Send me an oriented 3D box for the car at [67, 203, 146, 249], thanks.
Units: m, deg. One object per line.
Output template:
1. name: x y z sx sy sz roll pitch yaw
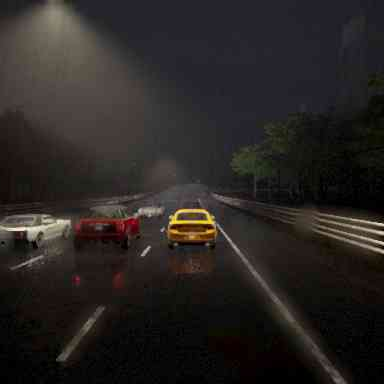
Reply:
1. car: -3.499 1.372 14.627 2.097 1.767 4.553 0 0 0

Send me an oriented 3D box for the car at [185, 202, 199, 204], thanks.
1. car: 0.000 1.572 29.663 1.994 1.385 4.181 0 0 0

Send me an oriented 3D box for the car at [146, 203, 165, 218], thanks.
1. car: -3.499 1.616 29.692 1.895 1.301 4.718 0 0 0

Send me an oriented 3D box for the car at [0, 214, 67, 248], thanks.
1. car: -7.000 1.623 14.688 1.895 1.301 4.718 0 0 0

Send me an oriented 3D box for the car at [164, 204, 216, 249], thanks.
1. car: 0.000 1.491 14.657 1.882 1.535 5.008 0 0 0

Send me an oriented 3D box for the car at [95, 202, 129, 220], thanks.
1. car: -6.999 1.616 29.692 1.895 1.301 4.718 0 0 0
